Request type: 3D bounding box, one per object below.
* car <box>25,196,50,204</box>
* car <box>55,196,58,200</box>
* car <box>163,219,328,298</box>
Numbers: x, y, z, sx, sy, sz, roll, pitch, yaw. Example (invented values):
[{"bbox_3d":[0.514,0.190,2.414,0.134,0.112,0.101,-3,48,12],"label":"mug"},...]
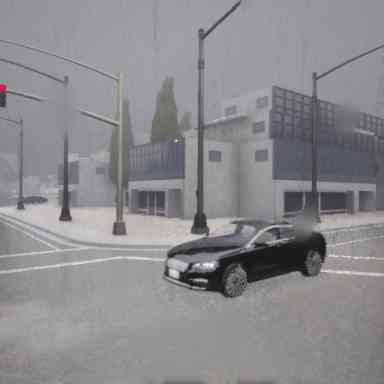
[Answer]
[{"bbox_3d":[-27.676,1.430,59.658,1.837,1.490,4.892,1,0,15],"label":"car"},{"bbox_3d":[-33.327,1.297,86.712,4.553,1.767,2.097,0,0,-7],"label":"car"},{"bbox_3d":[1.569,1.504,8.643,4.902,1.511,2.128,0,0,-37],"label":"car"}]
